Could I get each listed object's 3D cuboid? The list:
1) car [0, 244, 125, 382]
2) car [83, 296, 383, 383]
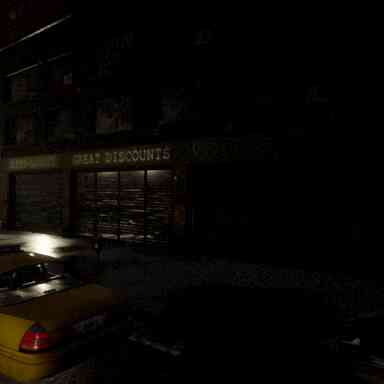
[{"bbox_3d":[-3.070,1.524,5.281,4.829,1.417,1.752,0,1,36],"label":"car"},{"bbox_3d":[1.612,1.551,1.934,4.403,1.369,2.008,0,1,36],"label":"car"}]
